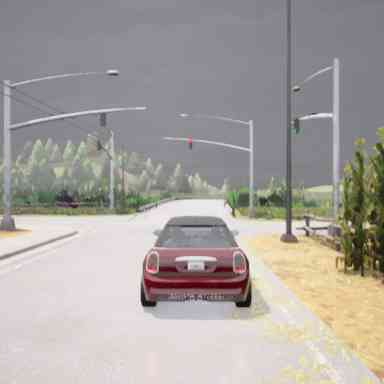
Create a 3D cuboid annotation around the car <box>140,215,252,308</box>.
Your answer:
[{"bbox_3d":[0.096,1.342,8.090,2.097,1.767,4.553,0,0,1],"label":"car"}]
